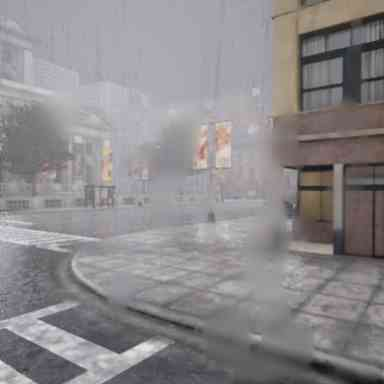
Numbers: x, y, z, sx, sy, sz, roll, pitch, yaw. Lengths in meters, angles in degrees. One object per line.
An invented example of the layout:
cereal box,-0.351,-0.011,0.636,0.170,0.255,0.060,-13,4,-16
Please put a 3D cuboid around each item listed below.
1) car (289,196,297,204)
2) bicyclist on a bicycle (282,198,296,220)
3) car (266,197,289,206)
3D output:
car,18.878,1.368,59.886,1.882,1.535,5.008,0,0,37
bicyclist on a bicycle,6.951,1.251,24.860,1.656,1.620,0.582,0,0,36
car,13.078,1.454,51.845,1.994,1.385,4.181,0,0,36
